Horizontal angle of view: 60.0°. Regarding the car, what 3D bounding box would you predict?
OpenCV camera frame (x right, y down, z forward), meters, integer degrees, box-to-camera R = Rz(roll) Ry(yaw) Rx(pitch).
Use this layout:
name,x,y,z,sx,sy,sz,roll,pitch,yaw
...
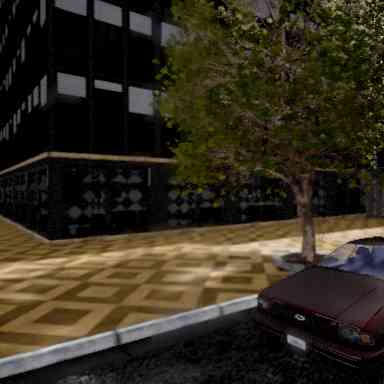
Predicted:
name,x,y,z,sx,sy,sz,roll,pitch,yaw
car,3.497,1.554,5.868,5.357,1.411,2.033,0,0,-36
